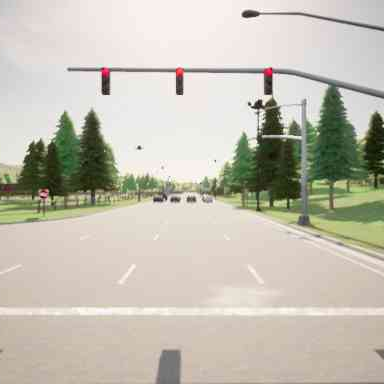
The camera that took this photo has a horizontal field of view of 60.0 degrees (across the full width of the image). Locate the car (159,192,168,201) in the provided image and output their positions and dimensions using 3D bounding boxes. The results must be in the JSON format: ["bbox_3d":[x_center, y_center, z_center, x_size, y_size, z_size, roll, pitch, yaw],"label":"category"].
[{"bbox_3d":[-7.138,1.048,80.944,2.150,2.045,5.566,0,0,0],"label":"car"}]

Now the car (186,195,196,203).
[{"bbox_3d":[-0.121,1.338,70.859,2.097,1.767,4.553,0,0,0],"label":"car"}]

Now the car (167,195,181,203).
[{"bbox_3d":[-3.620,1.483,70.500,1.837,1.490,4.892,0,0,0],"label":"car"}]

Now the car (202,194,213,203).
[{"bbox_3d":[3.379,1.508,70.929,1.812,1.442,4.674,0,0,0],"label":"car"}]

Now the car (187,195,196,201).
[{"bbox_3d":[-0.138,1.375,80.926,1.994,1.385,4.181,0,0,0],"label":"car"}]

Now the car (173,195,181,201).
[{"bbox_3d":[-3.638,1.418,80.950,1.895,1.301,4.718,0,0,0],"label":"car"}]

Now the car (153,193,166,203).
[{"bbox_3d":[-7.120,1.461,70.494,1.882,1.535,5.008,0,0,0],"label":"car"}]

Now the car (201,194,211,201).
[{"bbox_3d":[3.362,1.348,80.932,2.128,1.511,4.902,0,0,0],"label":"car"}]
